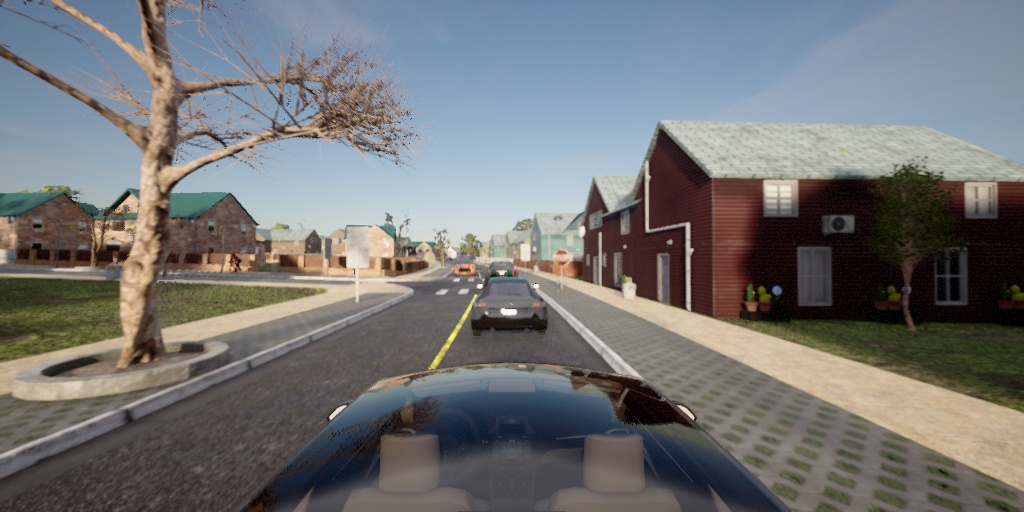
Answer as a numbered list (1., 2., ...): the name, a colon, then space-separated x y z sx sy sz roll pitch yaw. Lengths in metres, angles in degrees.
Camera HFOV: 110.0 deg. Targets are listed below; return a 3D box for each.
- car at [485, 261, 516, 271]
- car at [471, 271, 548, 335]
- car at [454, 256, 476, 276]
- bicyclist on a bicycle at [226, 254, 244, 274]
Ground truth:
1. car: -0.763 1.096 24.196 2.097 1.767 4.553 0 0 -3
2. car: -0.106 1.312 10.579 1.994 1.385 4.181 0 0 -1
3. car: -4.794 1.091 36.751 2.097 1.767 4.553 0 0 -6
4. bicyclist on a bicycle: -22.330 0.624 28.937 0.582 1.620 1.656 1 0 7
